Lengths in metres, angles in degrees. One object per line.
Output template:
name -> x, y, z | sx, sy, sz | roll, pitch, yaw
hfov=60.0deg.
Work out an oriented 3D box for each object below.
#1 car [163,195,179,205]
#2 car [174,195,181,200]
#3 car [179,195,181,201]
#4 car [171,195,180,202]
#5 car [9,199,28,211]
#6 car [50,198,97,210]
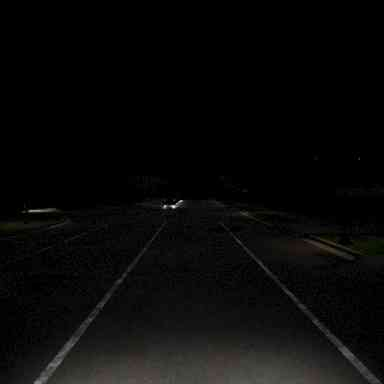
car -> -3.847, 1.352, 58.193 | 2.097, 1.767, 4.553 | 0, 0, 0
car -> -3.918, 1.586, 91.916 | 1.895, 1.301, 4.718 | 0, 0, 0
car -> -3.830, 1.564, 67.319 | 1.994, 1.385, 4.181 | 0, 0, 1
car -> -3.855, 1.524, 78.134 | 1.812, 1.442, 4.674 | 0, 0, 0
car -> -20.750, 1.408, 37.239 | 4.181, 1.385, 1.994 | 0, 0, 0
car -> -14.440, 1.437, 40.586 | 5.357, 1.411, 2.033 | 0, 0, 10
